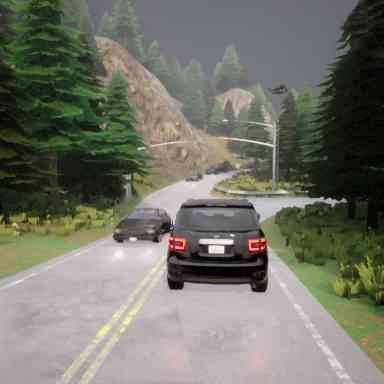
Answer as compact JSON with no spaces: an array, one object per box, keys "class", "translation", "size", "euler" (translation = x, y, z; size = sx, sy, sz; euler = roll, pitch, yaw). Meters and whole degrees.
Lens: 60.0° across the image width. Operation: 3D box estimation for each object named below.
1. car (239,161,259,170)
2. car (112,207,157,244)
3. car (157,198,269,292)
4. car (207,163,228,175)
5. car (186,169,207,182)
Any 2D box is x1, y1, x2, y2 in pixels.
[{"class":"car","translation":[12.144,-5.696,71.402],"size":[4.553,1.767,2.097],"euler":[-9,9,-33]},{"class":"car","translation":[-2.092,1.450,15.706],"size":[2.033,1.411,5.357],"euler":[0,0,5]},{"class":"car","translation":[0.705,1.172,8.993],"size":[2.150,2.045,5.566],"euler":[0,0,5]},{"class":"car","translation":[4.892,-4.456,64.415],"size":[2.150,2.045,5.566],"euler":[4,12,38]},{"class":"car","translation":[0.424,-2.530,55.251],"size":[1.994,1.385,4.181],"euler":[2,10,19]}]
